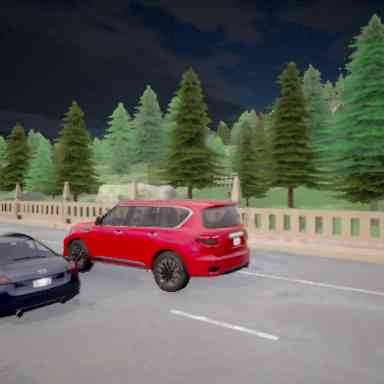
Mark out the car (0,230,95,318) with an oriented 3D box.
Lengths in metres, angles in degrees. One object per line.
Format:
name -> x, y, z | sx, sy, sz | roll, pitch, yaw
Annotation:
car -> -4.274, 1.564, 7.037 | 4.181, 1.385, 1.994 | 0, 0, 35

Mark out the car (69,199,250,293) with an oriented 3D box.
car -> -1.164, 1.220, 9.118 | 5.566, 2.045, 2.150 | 0, 0, 35
